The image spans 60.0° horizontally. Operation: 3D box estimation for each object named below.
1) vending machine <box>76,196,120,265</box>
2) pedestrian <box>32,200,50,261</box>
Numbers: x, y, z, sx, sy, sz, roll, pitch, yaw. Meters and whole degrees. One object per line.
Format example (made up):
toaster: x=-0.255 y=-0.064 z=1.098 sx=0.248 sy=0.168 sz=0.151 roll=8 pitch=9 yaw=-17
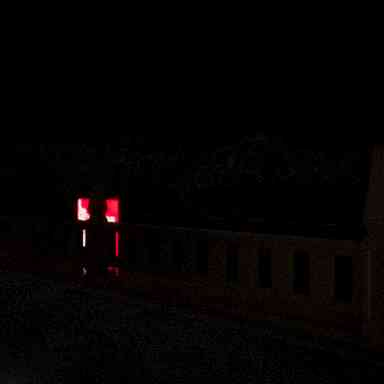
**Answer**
vending machine: x=-3.075 y=1.195 z=10.919 sx=0.880 sy=2.100 sz=1.100 roll=0 pitch=0 yaw=30
pedestrian: x=-4.641 y=1.141 z=10.126 sx=0.375 sy=1.860 sz=0.375 roll=0 pitch=0 yaw=30
